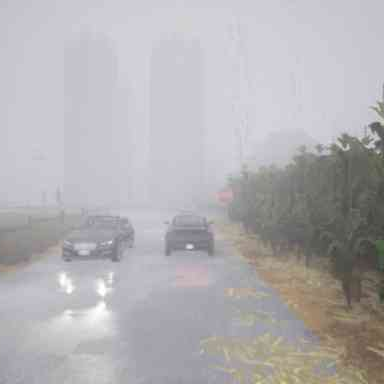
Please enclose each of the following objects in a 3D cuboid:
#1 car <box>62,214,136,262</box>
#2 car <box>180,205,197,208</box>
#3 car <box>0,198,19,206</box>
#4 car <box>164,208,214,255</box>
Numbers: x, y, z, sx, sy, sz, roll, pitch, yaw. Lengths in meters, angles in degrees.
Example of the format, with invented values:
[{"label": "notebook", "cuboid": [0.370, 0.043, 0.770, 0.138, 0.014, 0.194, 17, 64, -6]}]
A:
[{"label": "car", "cuboid": [-3.356, 1.631, 12.730, 2.128, 1.511, 4.902, 0, -1, -1]}, {"label": "car", "cuboid": [-0.252, 1.746, 26.472, 1.812, 1.442, 4.674, 0, 0, 0]}, {"label": "car", "cuboid": [-37.952, 1.941, 66.397, 4.611, 1.667, 2.242, 0, 0, -1]}, {"label": "car", "cuboid": [-0.110, 1.651, 13.949, 1.837, 1.490, 4.892, 0, 0, -1]}]
